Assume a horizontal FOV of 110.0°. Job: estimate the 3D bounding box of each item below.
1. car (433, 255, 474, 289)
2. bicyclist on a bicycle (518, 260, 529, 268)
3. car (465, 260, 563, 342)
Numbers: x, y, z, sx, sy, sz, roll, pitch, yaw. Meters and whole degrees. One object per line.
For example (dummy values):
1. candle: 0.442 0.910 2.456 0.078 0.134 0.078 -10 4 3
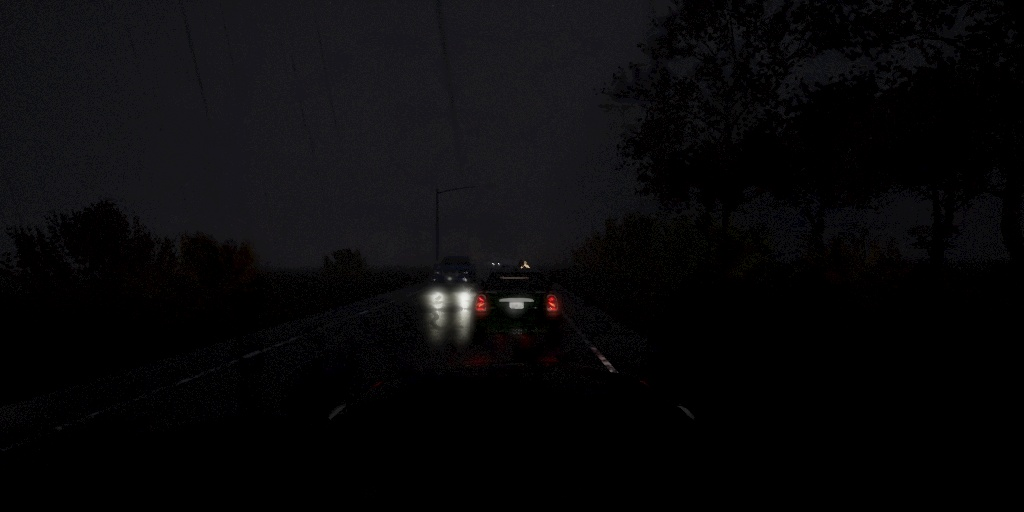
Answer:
1. car: -3.604 0.963 23.514 2.150 2.045 5.566 0 0 0
2. bicyclist on a bicycle: 0.954 1.177 25.767 0.866 1.612 1.509 0 0 1
3. car: 0.106 1.099 9.944 2.097 1.767 4.553 0 0 0
